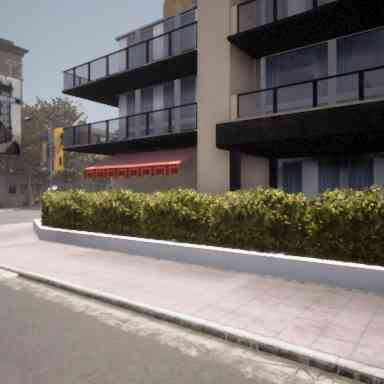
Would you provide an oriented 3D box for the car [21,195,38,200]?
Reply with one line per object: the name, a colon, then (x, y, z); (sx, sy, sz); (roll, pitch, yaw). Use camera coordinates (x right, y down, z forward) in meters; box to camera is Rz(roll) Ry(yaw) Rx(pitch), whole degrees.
car: (-34.532, 1.449, 68.325); (4.892, 1.521, 2.231); (0, 0, 37)
